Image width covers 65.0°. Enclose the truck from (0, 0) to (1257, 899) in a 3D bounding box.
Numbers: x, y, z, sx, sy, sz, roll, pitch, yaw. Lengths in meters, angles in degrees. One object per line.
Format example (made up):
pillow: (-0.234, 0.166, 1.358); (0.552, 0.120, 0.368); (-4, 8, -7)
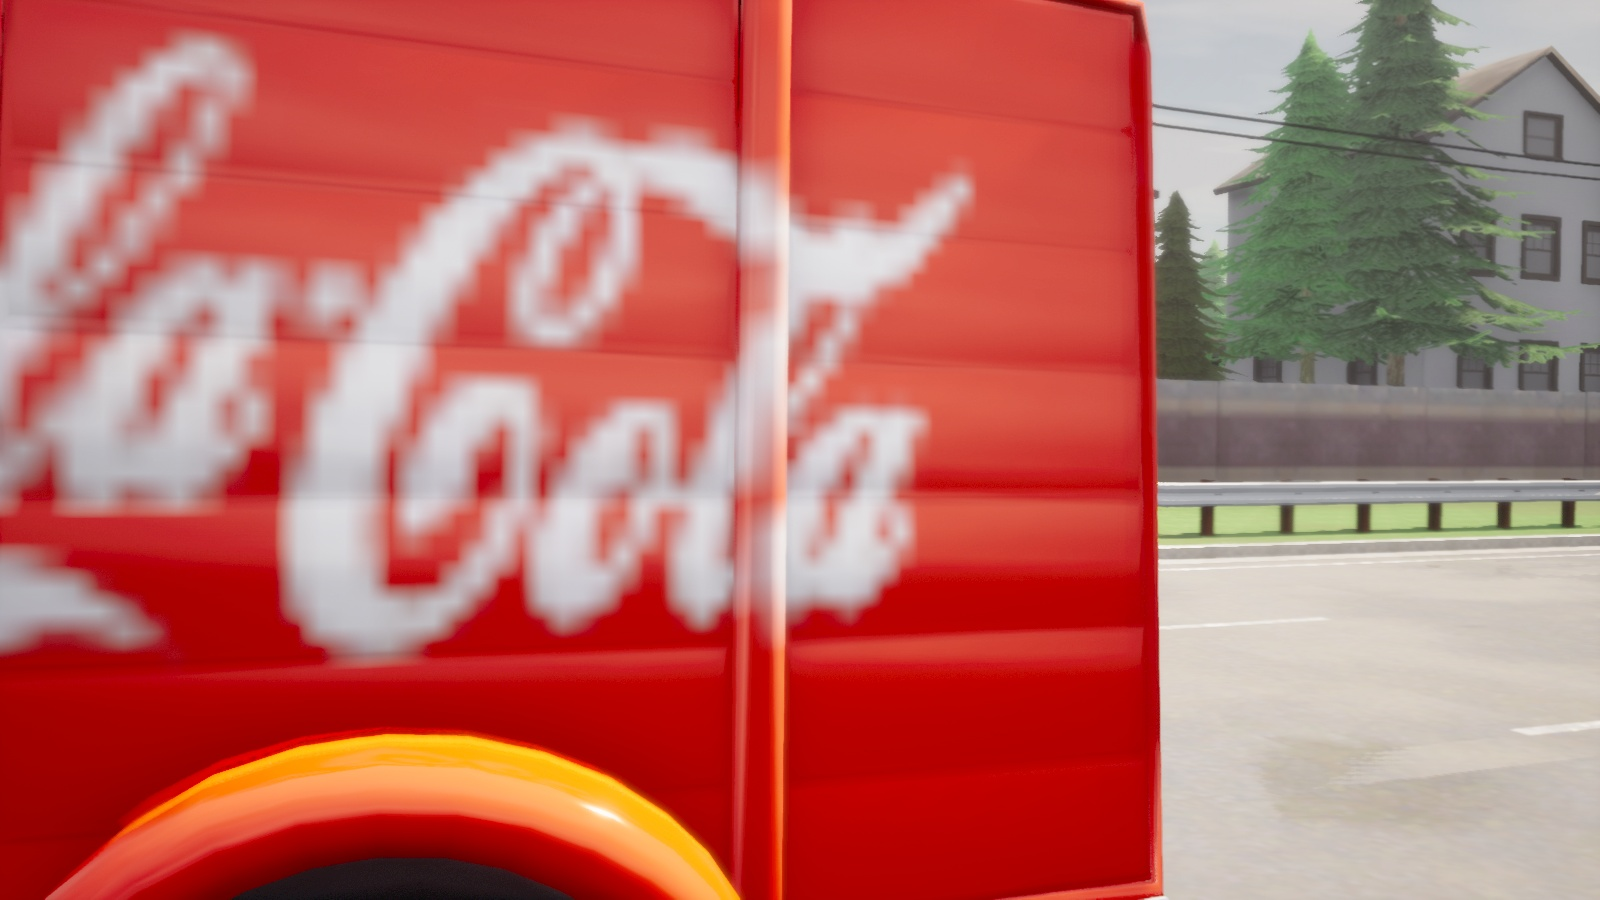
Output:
truck: (-2.129, 0.300, 2.425); (5.204, 2.467, 2.627); (0, 1, -21)
